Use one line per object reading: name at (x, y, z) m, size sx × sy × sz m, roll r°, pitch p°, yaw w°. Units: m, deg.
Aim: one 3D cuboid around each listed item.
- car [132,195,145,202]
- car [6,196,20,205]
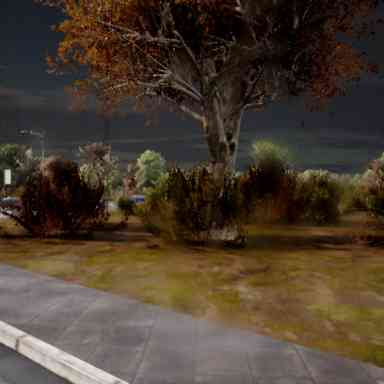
car at (-10.093, 1.297, 61.140) m, size 1.882 × 1.535 × 5.008 m, roll 0°, pitch 0°, yaw 34°
car at (-19.773, 1.388, 40.251) m, size 2.033 × 1.411 × 5.357 m, roll 0°, pitch 0°, yaw 33°
